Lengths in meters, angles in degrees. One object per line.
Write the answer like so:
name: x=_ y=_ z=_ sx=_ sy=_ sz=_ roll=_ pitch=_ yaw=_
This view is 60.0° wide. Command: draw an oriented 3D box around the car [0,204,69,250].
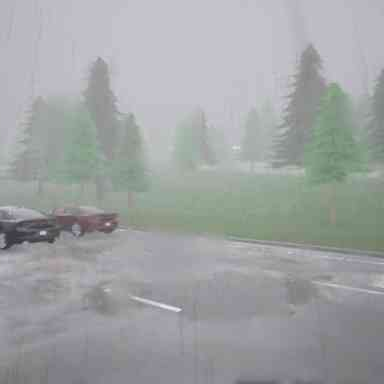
car: x=-7.452 y=1.311 z=13.612 sx=5.008 sy=1.535 sz=1.882 roll=1 pitch=1 yaw=36

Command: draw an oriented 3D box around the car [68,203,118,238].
car: x=-5.901 y=1.304 z=16.805 sx=5.008 sy=1.535 sz=1.882 roll=1 pitch=1 yaw=36
